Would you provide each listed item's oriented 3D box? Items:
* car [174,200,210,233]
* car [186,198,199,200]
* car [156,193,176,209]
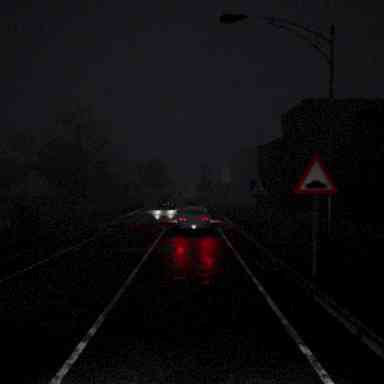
[{"bbox_3d":[0.085,1.496,19.480,1.812,1.442,4.674,0,2,0],"label":"car"},{"bbox_3d":[0.098,1.368,35.406,1.882,1.535,5.008,0,0,0],"label":"car"},{"bbox_3d":[-3.251,1.102,42.190,2.150,2.045,5.566,0,0,0],"label":"car"}]
